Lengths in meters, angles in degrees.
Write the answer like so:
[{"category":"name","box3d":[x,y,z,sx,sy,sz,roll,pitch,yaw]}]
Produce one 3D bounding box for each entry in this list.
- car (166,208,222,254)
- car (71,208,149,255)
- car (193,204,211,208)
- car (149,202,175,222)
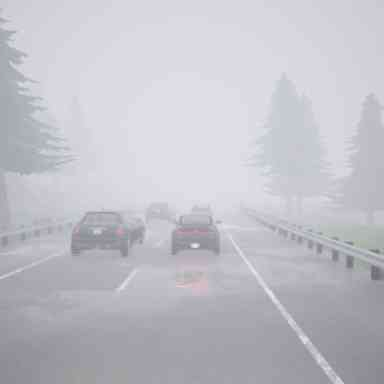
[{"category":"car","box3d":[0.185,1.643,14.116,1.837,1.490,4.892,0,0,2]},{"category":"car","box3d":[-3.322,1.484,14.010,2.097,1.767,4.553,0,-1,2]},{"category":"car","box3d":[0.866,1.769,28.947,2.128,1.511,4.902,0,0,4]},{"category":"car","box3d":[-2.643,1.626,28.937,2.097,1.767,4.553,0,-1,4]}]
